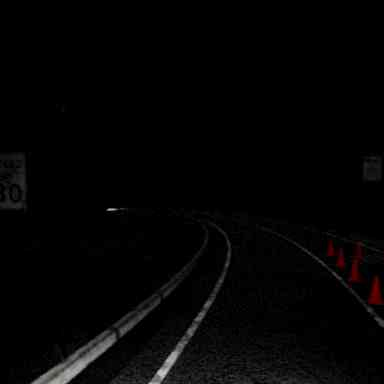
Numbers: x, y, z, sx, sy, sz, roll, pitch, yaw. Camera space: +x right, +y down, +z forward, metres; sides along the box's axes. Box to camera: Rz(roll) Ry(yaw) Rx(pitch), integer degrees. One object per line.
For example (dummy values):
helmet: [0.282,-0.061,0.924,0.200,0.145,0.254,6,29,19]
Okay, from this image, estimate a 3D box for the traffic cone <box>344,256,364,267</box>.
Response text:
traffic cone: [4.552,2.174,9.287,0.340,0.580,0.340,2,0,14]

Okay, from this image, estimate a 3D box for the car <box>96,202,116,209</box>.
car: [-17.544,2.715,67.408,2.033,1.411,5.357,-3,1,-42]

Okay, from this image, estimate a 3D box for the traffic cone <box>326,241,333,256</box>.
traffic cone: [5.514,2.221,13.168,0.340,0.580,0.340,1,0,14]

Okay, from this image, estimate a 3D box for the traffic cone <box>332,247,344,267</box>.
traffic cone: [5.034,2.198,11.227,0.340,0.580,0.340,2,0,14]

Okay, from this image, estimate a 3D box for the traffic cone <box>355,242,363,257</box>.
traffic cone: [6.481,2.244,12.919,0.340,0.580,0.340,1,0,15]

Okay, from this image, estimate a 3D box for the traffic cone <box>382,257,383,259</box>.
traffic cone: [7.445,2.267,12.680,0.340,0.580,0.340,1,0,14]
